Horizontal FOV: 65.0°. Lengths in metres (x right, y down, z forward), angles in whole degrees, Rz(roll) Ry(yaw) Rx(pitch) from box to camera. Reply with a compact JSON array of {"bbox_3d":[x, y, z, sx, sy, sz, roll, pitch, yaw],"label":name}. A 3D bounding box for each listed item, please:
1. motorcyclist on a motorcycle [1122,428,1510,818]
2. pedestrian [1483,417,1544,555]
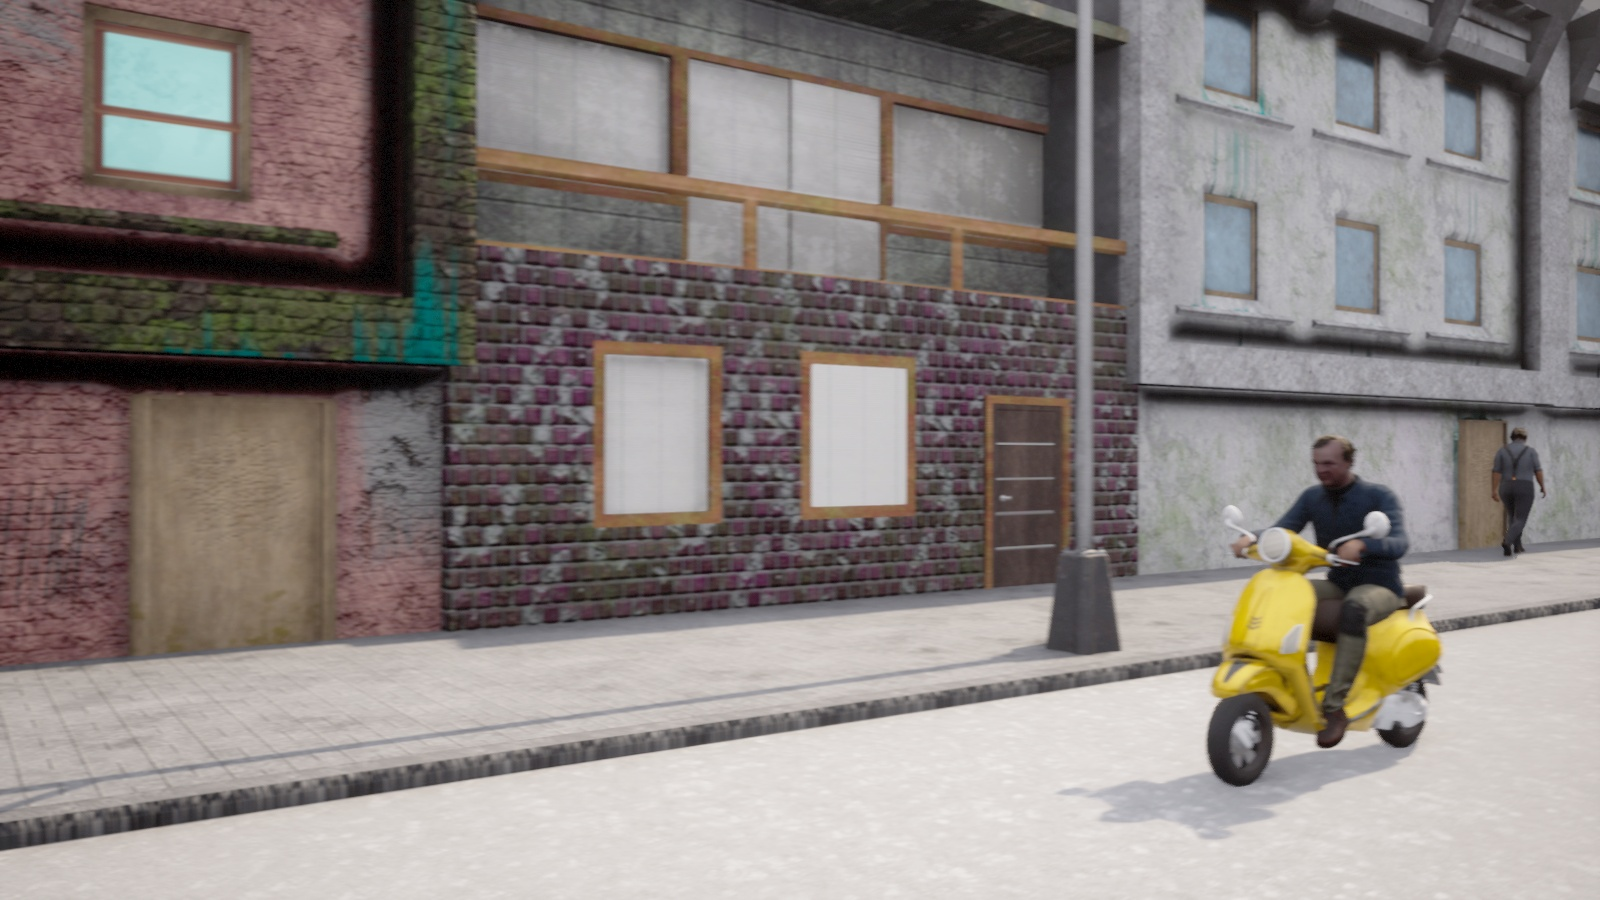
[{"bbox_3d":[2.494,0.708,6.004,1.817,1.590,0.866,0,0,-35],"label":"motorcyclist on a motorcycle"},{"bbox_3d":[9.807,0.477,17.258,0.694,1.848,0.540,0,0,-42],"label":"pedestrian"}]
